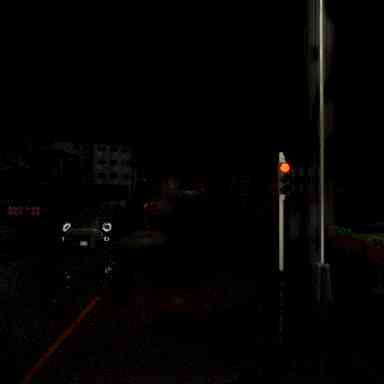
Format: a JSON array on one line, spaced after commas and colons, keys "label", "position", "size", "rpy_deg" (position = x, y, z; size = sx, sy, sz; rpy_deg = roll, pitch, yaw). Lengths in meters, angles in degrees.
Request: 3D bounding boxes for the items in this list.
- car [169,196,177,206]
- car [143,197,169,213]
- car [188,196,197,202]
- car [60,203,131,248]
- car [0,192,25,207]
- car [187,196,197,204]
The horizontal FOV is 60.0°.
[{"label": "car", "position": [-4.027, 1.490, 52.995], "size": [2.128, 1.511, 4.902], "rpy_deg": [0, 0, 0]}, {"label": "car", "position": [-4.054, 1.351, 36.447], "size": [2.097, 1.767, 4.553], "rpy_deg": [0, 0, 0]}, {"label": "car", "position": [0.095, 1.582, 76.796], "size": [1.895, 1.301, 4.718], "rpy_deg": [0, 0, 0]}, {"label": "car", "position": [-4.081, 1.351, 14.781], "size": [2.097, 1.767, 4.553], "rpy_deg": [0, 0, 0]}, {"label": "car", "position": [-19.715, 0.985, 35.000], "size": [1.905, 1.878, 3.866], "rpy_deg": [0, 0, 35]}, {"label": "car", "position": [0.082, 1.546, 66.201], "size": [2.033, 1.411, 5.357], "rpy_deg": [0, 0, 0]}]
